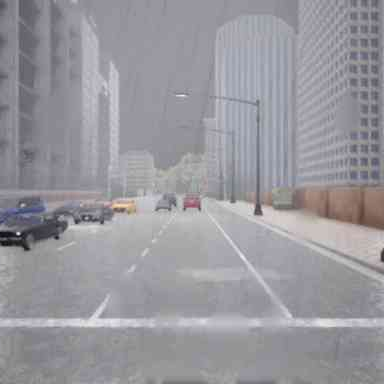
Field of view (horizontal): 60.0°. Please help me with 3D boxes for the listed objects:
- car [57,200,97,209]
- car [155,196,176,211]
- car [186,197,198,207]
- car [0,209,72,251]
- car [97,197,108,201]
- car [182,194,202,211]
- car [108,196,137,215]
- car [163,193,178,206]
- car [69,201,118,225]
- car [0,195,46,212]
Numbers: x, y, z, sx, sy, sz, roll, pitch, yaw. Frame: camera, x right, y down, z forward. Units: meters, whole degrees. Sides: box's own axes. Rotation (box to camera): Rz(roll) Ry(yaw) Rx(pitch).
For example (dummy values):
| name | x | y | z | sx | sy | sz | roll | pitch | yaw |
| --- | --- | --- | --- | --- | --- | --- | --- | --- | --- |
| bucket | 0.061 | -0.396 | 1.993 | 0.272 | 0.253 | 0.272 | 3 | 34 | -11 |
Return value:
| name | x | y | z | sx | sy | sz | roll | pitch | yaw |
| --- | --- | --- | --- | --- | --- | --- | --- | --- | --- |
| car | -10.548 | 1.558 | 29.749 | 2.033 | 1.411 | 5.357 | 0 | 0 | 0 |
| car | -3.380 | 1.561 | 40.304 | 2.033 | 1.411 | 5.357 | 0 | 0 | -1 |
| car | 0.017 | 1.543 | 51.635 | 1.812 | 1.442 | 4.674 | 0 | 0 | 0 |
| car | -7.094 | 1.606 | 14.341 | 1.895 | 1.301 | 4.718 | 0 | 0 | 0 |
| car | -10.487 | 1.366 | 39.979 | 2.097 | 1.767 | 4.553 | 0 | 0 | 0 |
| car | 0.013 | 1.235 | 40.964 | 2.150 | 2.045 | 5.566 | 0 | 0 | 0 |
| car | -7.009 | 1.490 | 34.794 | 1.882 | 1.535 | 5.008 | 0 | 0 | 0 |
| car | -3.483 | 1.239 | 52.038 | 2.150 | 2.045 | 5.566 | 0 | 0 | 0 |
| car | -7.085 | 1.573 | 24.344 | 1.994 | 1.385 | 4.181 | 0 | 0 | 0 |
| car | -10.573 | 1.229 | 19.497 | 2.150 | 2.045 | 5.566 | 0 | 0 | 0 |
